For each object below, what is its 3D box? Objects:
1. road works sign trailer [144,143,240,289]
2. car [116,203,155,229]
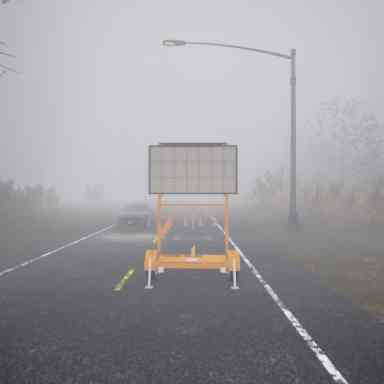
[{"bbox_3d":[0.031,0.460,9.138,2.380,3.560,2.880,0,0,1],"label":"road works sign trailer"},{"bbox_3d":[-3.558,1.468,21.553,1.882,1.535,5.008,0,0,0],"label":"car"}]
